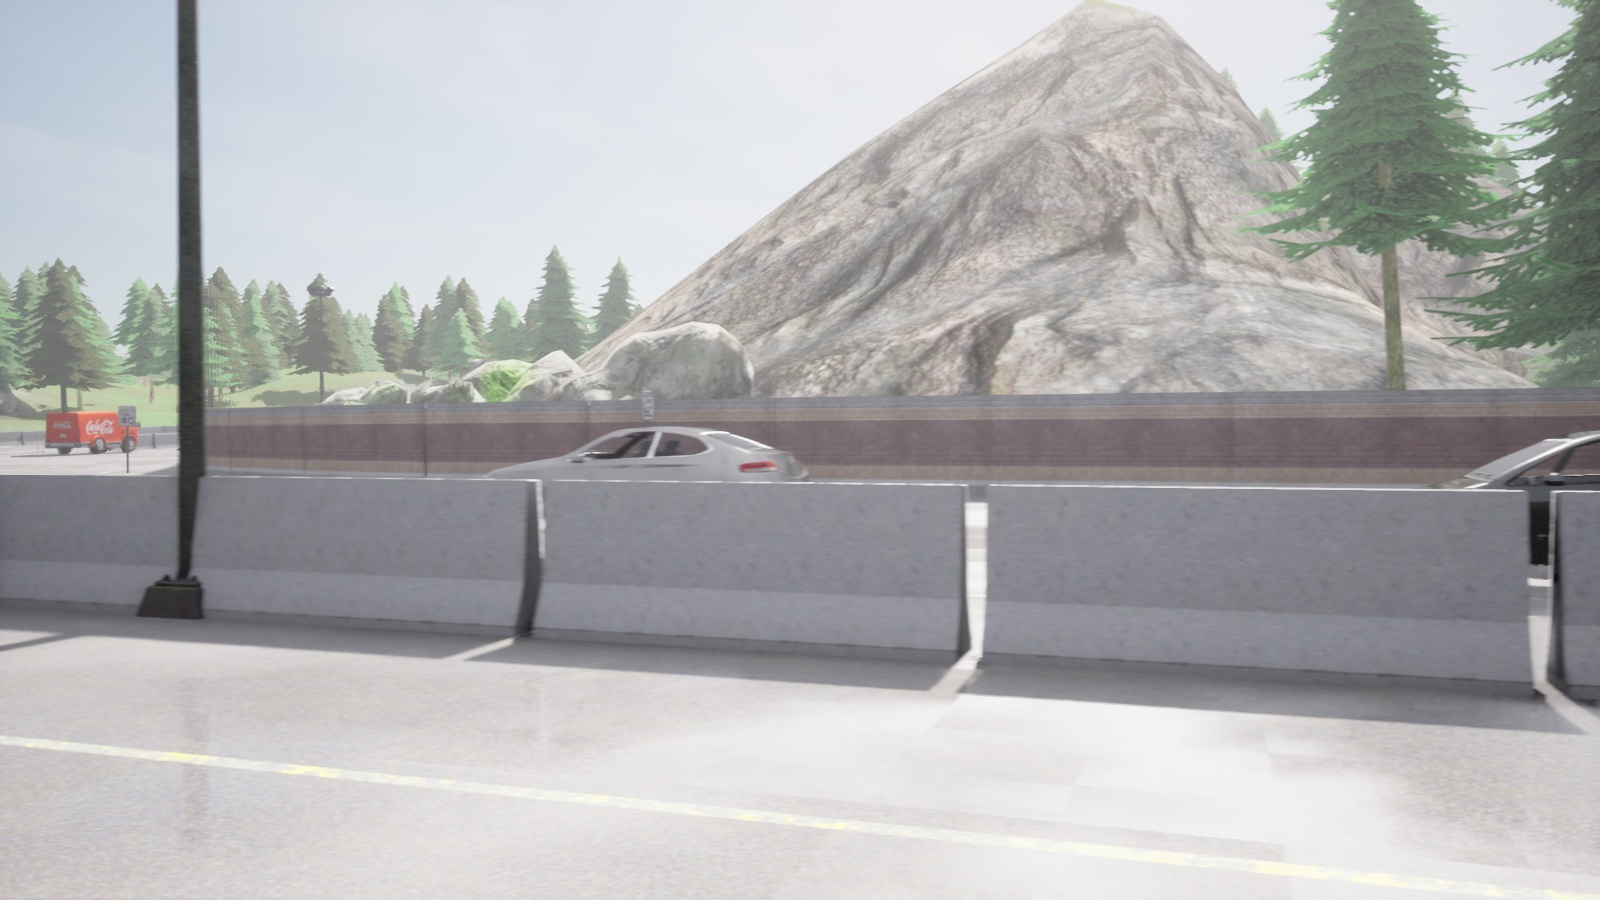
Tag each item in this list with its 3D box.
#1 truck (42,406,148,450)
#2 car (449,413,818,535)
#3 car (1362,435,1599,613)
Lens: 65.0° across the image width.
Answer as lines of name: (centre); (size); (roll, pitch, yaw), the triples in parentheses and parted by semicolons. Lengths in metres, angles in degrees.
truck: (-41.330, -1.317, 73.834); (2.627, 2.467, 5.204); (0, 2, 11)
car: (-2.461, 0.295, 18.789); (5.027, 1.651, 2.152); (1, 1, 19)
car: (7.395, 0.643, 11.783); (3.705, 1.549, 1.789); (1, 1, 19)
